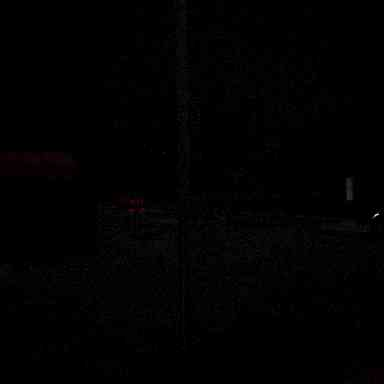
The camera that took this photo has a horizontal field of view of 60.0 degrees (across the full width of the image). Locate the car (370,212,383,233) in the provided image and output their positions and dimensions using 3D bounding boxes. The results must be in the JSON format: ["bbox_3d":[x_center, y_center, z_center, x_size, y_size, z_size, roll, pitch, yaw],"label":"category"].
[{"bbox_3d":[11.708,1.292,17.036,2.097,1.767,4.553,-1,1,-36],"label":"car"}]

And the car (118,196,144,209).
[{"bbox_3d":[-8.361,1.263,45.050,2.097,1.767,4.553,-2,1,-37],"label":"car"}]
